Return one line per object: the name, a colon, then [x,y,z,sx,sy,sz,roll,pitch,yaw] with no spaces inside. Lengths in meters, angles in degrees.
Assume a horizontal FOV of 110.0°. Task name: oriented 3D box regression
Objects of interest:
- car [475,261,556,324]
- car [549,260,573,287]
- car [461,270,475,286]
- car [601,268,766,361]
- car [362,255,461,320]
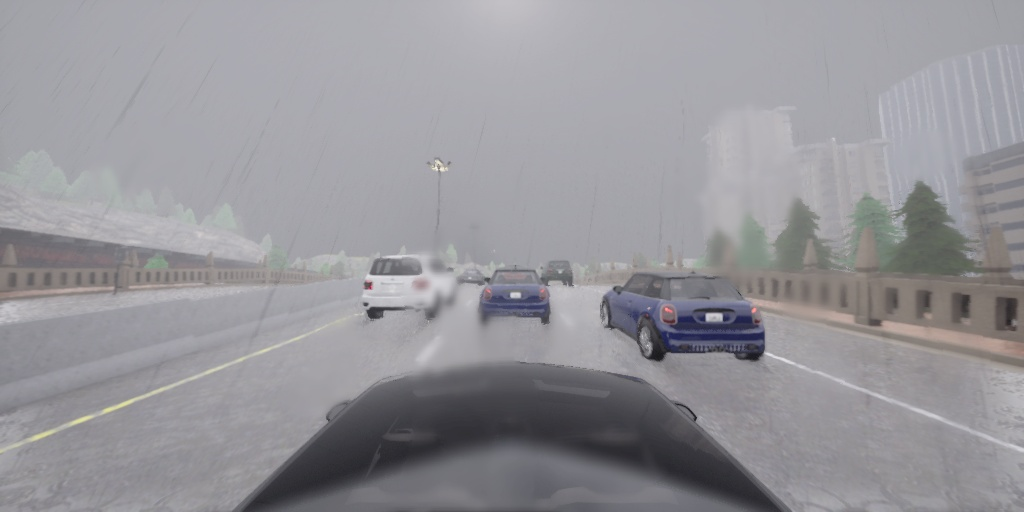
car: [0.102,1.128,12.209,2.097,1.767,4.553,0,0,0]
car: [3.606,1.435,29.403,2.150,2.045,5.566,0,-3,0]
car: [-3.394,1.868,30.903,1.994,1.385,4.181,0,-4,0]
car: [3.601,1.119,8.509,2.097,1.767,4.553,0,0,0]
car: [-3.398,0.999,12.891,2.150,2.045,5.566,0,0,0]
